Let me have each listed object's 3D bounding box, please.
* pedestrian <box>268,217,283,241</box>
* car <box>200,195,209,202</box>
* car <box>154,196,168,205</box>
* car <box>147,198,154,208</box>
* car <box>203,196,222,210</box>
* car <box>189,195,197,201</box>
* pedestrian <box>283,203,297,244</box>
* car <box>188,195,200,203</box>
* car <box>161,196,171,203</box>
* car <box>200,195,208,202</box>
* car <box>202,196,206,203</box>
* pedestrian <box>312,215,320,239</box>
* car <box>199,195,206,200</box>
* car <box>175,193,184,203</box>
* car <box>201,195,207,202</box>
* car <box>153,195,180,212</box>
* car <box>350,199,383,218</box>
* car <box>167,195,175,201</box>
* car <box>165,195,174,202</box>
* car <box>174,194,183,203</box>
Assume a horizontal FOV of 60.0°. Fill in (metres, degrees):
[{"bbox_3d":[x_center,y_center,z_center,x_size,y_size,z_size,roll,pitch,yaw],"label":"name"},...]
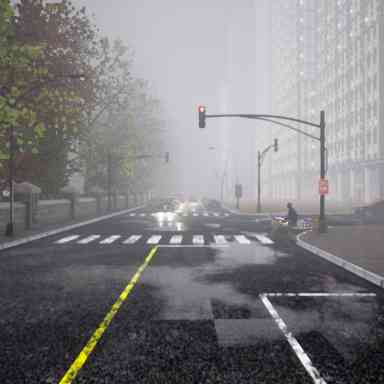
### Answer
[{"bbox_3d":[3.825,1.675,15.329,0.500,1.100,0.500,0,0,0],"label":"pedestrian"},{"bbox_3d":[2.904,1.491,76.572,1.967,1.590,4.097,0,0,0],"label":"car"},{"bbox_3d":[-5.523,1.470,59.699,1.967,1.590,4.097,0,0,0],"label":"car"},{"bbox_3d":[-5.555,1.601,48.433,1.802,1.307,4.206,0,0,0],"label":"car"},{"bbox_3d":[2.810,1.581,42.778,1.947,1.339,4.313,0,0,0],"label":"car"},{"bbox_3d":[0.222,1.431,80.071,1.837,1.490,4.892,0,0,0],"label":"car"},{"bbox_3d":[4.213,1.293,14.130,0.375,1.860,0.375,0,0,0],"label":"pedestrian"},{"bbox_3d":[0.194,1.629,70.101,1.895,1.301,4.718,0,0,0],"label":"car"},{"bbox_3d":[-5.492,1.568,70.794,1.752,1.417,4.829,0,0,0],"label":"car"},{"bbox_3d":[2.920,1.500,82.204,1.967,1.590,4.097,0,0,0],"label":"car"},{"bbox_3d":[2.825,1.585,48.410,1.947,1.339,4.313,0,0,0],"label":"car"},{"bbox_3d":[5.514,1.519,14.725,0.500,1.100,0.500,0,0,0],"label":"pedestrian"},{"bbox_3d":[2.950,1.629,93.468,2.008,1.369,4.403,0,0,0],"label":"car"},{"bbox_3d":[-2.814,1.255,68.261,2.150,2.045,5.566,0,1,0],"label":"car"},{"bbox_3d":[2.841,1.590,54.043,1.947,1.339,4.313,0,0,0],"label":"car"},{"bbox_3d":[-2.983,1.504,39.834,2.128,1.511,4.902,0,0,0],"label":"car"},{"bbox_3d":[14.880,1.259,25.956,4.674,1.442,1.812,-1,0,0],"label":"car"},{"bbox_3d":[-5.446,1.613,87.860,1.887,1.381,4.507,0,0,0],"label":"car"},{"bbox_3d":[-5.460,1.500,82.227,1.967,1.590,4.097,0,0,0],"label":"car"},{"bbox_3d":[-2.941,1.501,52.917,1.882,1.535,5.008,0,1,0],"label":"car"}]
